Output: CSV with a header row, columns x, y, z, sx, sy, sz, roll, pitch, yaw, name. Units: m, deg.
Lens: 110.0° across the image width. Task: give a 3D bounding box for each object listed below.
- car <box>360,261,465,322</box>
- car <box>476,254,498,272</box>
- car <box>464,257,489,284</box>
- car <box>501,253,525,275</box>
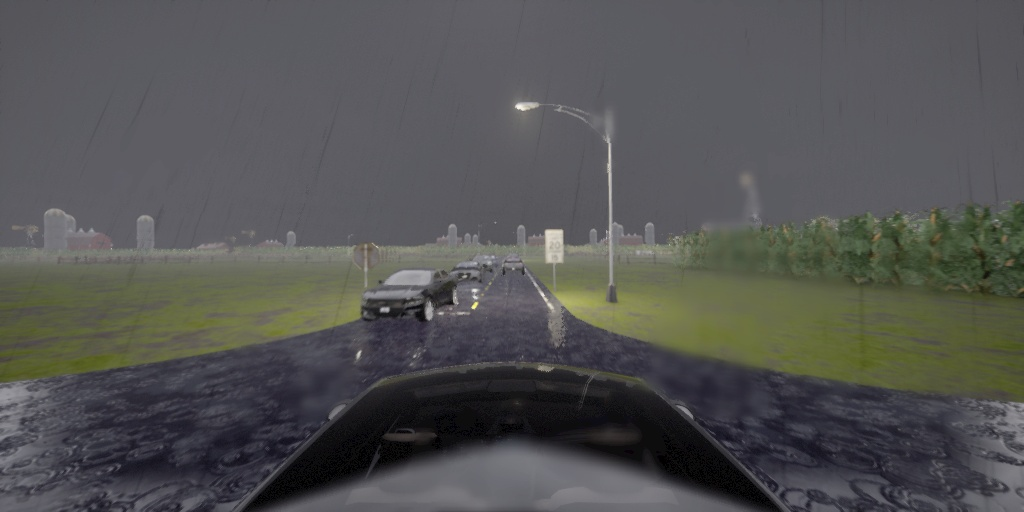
x,y,z,sx,sy,sz,roll,pitch,yaw,name
-3.155,1.106,11.943,1.882,1.535,5.008,-1,1,5,car
-2.810,0.627,34.562,2.097,1.767,4.553,-1,1,0,car
-2.829,1.014,23.424,1.994,1.385,4.181,-1,1,0,car
0.123,0.784,31.176,2.128,1.511,4.902,-1,1,0,car
